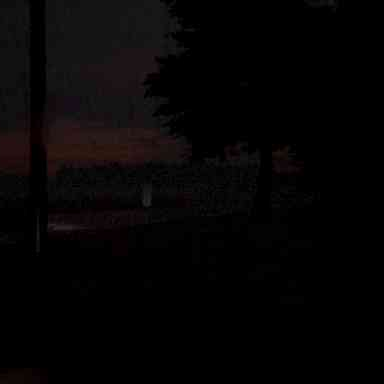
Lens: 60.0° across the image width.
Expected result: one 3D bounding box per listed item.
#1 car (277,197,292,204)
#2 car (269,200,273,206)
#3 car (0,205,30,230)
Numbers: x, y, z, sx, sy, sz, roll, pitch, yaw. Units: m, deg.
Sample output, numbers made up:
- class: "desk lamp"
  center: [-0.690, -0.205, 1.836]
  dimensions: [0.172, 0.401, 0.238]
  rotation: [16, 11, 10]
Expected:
- class: "car"
  center: [17.933, 1.622, 64.582]
  dimensions: [2.033, 1.411, 5.357]
  rotation: [3, 1, 29]
- class: "car"
  center: [11.755, 1.570, 53.878]
  dimensions: [1.812, 1.442, 4.674]
  rotation: [3, 1, 31]
- class: "car"
  center: [-10.851, 1.530, 18.999]
  dimensions: [1.837, 1.490, 4.892]
  rotation: [3, 2, 35]
